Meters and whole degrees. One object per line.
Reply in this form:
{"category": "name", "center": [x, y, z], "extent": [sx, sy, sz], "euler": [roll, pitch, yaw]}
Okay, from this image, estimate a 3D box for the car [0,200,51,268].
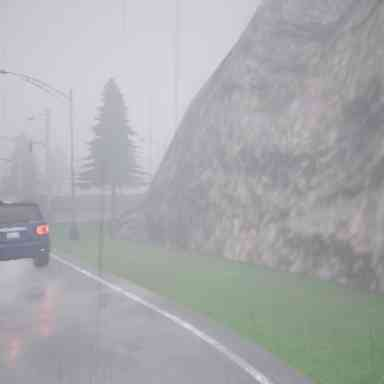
{"category": "car", "center": [-6.359, 1.328, 11.042], "extent": [2.150, 2.045, 5.566], "euler": [-1, -1, -37]}
